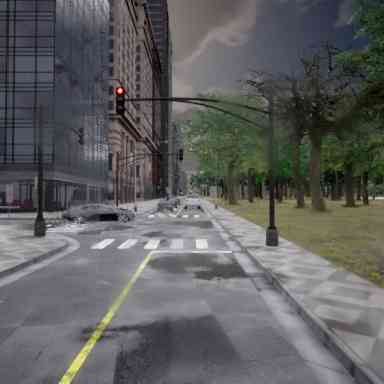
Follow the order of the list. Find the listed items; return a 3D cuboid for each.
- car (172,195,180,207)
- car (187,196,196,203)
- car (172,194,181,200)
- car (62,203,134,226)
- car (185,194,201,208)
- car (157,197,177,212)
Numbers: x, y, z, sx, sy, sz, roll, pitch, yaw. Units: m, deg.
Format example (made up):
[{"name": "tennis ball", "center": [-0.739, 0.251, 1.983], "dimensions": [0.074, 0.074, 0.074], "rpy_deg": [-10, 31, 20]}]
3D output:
[{"name": "car", "center": [-3.113, 1.621, 49.506], "dimensions": [1.837, 1.490, 4.892], "rpy_deg": [0, 0, 0]}, {"name": "car", "center": [-0.025, 1.770, 79.388], "dimensions": [2.128, 1.511, 4.902], "rpy_deg": [0, 0, 0]}, {"name": "car", "center": [-3.093, 1.663, 59.917], "dimensions": [1.837, 1.490, 4.892], "rpy_deg": [0, 0, 0]}, {"name": "car", "center": [-6.558, 1.535, 23.476], "dimensions": [4.902, 1.511, 2.128], "rpy_deg": [0, -1, -24]}, {"name": "car", "center": [0.094, 1.338, 49.105], "dimensions": [2.150, 2.045, 5.566], "rpy_deg": [0, 0, 0]}, {"name": "car", "center": [-3.140, 1.625, 39.373], "dimensions": [2.033, 1.411, 5.357], "rpy_deg": [0, 0, -4]}]
